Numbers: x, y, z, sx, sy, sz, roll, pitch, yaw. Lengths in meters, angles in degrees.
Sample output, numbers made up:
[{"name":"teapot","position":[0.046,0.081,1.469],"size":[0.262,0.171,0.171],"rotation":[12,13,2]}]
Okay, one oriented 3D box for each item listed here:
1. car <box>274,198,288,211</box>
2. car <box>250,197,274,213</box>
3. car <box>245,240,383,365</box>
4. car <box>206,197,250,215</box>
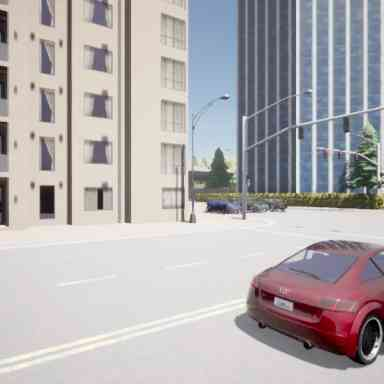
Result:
[{"name":"car","position":[8.963,1.487,39.135],"size":[2.128,1.511,4.902],"rotation":[0,0,-34]},{"name":"car","position":[6.298,1.349,36.589],"size":[2.097,1.767,4.553],"rotation":[0,0,-35]},{"name":"car","position":[2.947,1.563,5.881],"size":[4.181,1.385,1.994],"rotation":[0,0,-35]},{"name":"car","position":[3.418,1.349,34.600],"size":[2.097,1.767,4.553],"rotation":[0,0,-35]}]
